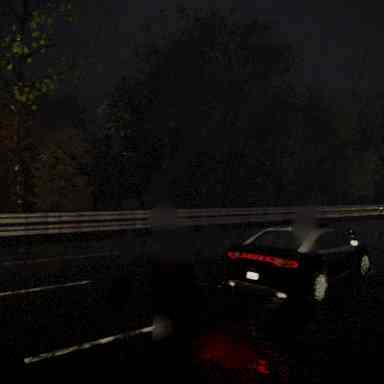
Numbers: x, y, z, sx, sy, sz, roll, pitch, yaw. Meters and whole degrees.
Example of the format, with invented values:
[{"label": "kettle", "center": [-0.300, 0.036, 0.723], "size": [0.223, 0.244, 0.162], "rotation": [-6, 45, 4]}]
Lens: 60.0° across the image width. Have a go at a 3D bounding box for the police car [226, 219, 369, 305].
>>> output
[{"label": "police car", "center": [2.993, 1.528, 8.552], "size": [1.930, 1.638, 5.238], "rotation": [0, -1, 43]}]
